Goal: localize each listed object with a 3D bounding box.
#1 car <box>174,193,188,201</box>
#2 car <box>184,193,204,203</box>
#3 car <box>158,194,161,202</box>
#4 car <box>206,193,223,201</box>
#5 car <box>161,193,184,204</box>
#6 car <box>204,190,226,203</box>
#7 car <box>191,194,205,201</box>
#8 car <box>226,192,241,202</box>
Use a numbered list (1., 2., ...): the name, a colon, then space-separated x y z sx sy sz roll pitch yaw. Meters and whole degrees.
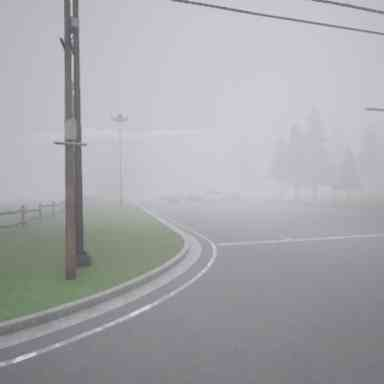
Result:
1. car: -2.248 1.031 66.601 1.837 1.490 4.892 -1 0 -13
2. car: 0.052 0.924 56.641 2.097 1.767 4.553 -1 0 -13
3. car: -5.658 1.053 65.813 1.882 1.535 5.008 -1 0 -13
4. car: 4.571 0.918 68.177 2.128 1.511 4.902 -1 0 -13
5. car: -3.317 1.114 55.688 2.128 1.511 4.902 -1 0 -13
6. car: 3.533 0.745 57.115 2.150 2.045 5.566 -1 0 -13
7. car: 1.162 1.040 67.389 1.994 1.385 4.181 -1 0 -13
8. car: 6.890 0.825 58.140 2.097 1.767 4.553 -1 0 -13
